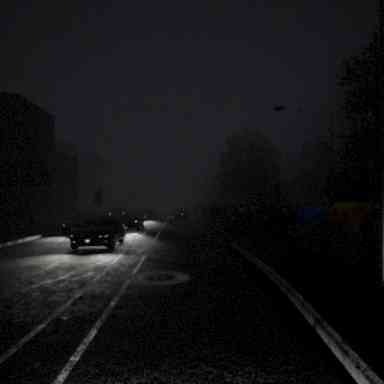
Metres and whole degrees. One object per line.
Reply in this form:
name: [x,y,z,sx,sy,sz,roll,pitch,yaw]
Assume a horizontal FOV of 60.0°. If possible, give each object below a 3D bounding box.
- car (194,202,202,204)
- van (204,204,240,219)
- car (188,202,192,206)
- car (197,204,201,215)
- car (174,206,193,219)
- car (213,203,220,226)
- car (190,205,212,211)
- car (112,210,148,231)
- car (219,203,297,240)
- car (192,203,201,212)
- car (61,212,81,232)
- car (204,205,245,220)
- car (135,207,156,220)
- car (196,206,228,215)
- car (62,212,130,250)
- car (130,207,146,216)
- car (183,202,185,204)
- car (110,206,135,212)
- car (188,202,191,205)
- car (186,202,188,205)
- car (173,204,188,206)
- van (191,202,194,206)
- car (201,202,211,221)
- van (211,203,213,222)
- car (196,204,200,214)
car: [3.162,3.073,58.988,4.553,1.767,2.185,1,-2,-23]
van: [3.964,2.553,44.232,4.442,1.987,1.878,1,-2,-22]
car: [2.470,3.508,70.856,5.008,1.535,2.097,1,-2,-24]
car: [3.758,2.895,47.146,4.792,1.488,2.163,1,-2,-22]
car: [-1.335,2.850,43.945,1.994,1.385,4.181,0,-2,-2]
car: [4.719,1.866,23.473,5.566,2.045,2.435,2,-2,-22]
car: [2.038,3.692,76.778,4.674,1.452,2.002,1,-2,-24]
car: [-4.953,2.350,26.807,1.895,1.301,4.718,0,-2,-2]
car: [4.890,1.771,20.551,5.566,2.045,2.435,2,-2,-22]
car: [3.307,3.029,52.987,5.366,1.575,1.946,1,-1,-23]
car: [-7.609,2.164,23.402,1.812,1.442,4.674,0,-2,-2]
car: [4.014,2.562,41.231,4.553,1.767,2.185,1,-2,-22]
car: [-5.575,2.707,41.587,2.128,1.511,4.902,0,-2,-2]
car: [3.346,3.120,56.028,4.892,1.521,2.231,1,-1,-23]
car: [-4.508,1.913,16.442,1.837,1.490,4.892,0,-2,-2]
car: [-8.895,3.175,55.389,2.033,1.411,5.357,0,-2,-3]
car: [0.883,3.923,88.496,5.366,1.575,1.946,1,-1,-25]
car: [-8.227,2.448,38.020,2.097,1.767,4.553,0,-1,-2]
car: [2.439,3.582,73.894,5.366,1.575,1.946,1,-2,-24]
car: [1.571,3.831,82.660,4.674,1.452,2.002,1,-2,-25]
car: [-2.282,3.395,61.940,1.895,1.301,4.718,0,-2,-3]
van: [2.780,3.210,67.949,4.442,1.987,1.878,1,-2,-24]
car: [4.267,2.252,35.325,5.566,2.045,2.435,2,-2,-22]
van: [4.469,2.186,32.405,4.442,1.987,1.878,2,-2,-22]
car: [3.779,2.952,50.165,5.366,1.575,1.946,1,-2,-23]
